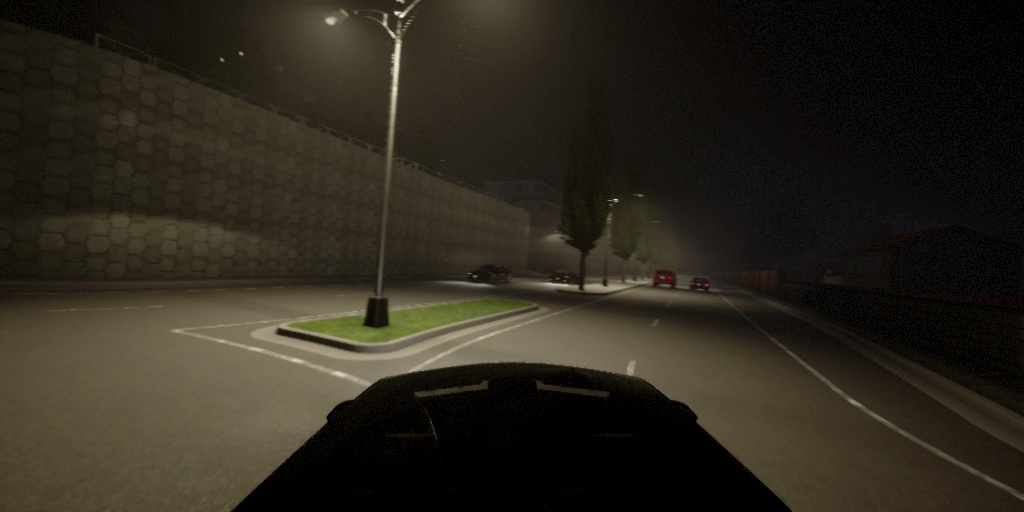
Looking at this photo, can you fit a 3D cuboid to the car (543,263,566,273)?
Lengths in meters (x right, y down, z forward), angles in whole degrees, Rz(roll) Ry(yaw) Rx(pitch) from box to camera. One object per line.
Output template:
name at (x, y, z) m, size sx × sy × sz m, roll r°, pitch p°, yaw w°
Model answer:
car at (5.494, 1.604, 42.884) m, size 2.033 × 1.411 × 5.357 m, roll 4°, pitch 0°, yaw 27°

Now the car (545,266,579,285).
car at (5.103, 1.962, 34.580) m, size 1.994 × 1.385 × 4.181 m, roll 4°, pitch -1°, yaw 27°

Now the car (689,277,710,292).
car at (20.104, 3.028, 38.552) m, size 2.033 × 1.411 × 5.357 m, roll 4°, pitch -1°, yaw 28°

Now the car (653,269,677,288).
car at (17.583, 2.551, 41.225) m, size 2.150 × 2.045 × 5.566 m, roll 4°, pitch 0°, yaw 28°

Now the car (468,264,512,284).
car at (-1.658, 1.381, 29.018) m, size 1.837 × 1.490 × 4.892 m, roll 4°, pitch -1°, yaw 27°
